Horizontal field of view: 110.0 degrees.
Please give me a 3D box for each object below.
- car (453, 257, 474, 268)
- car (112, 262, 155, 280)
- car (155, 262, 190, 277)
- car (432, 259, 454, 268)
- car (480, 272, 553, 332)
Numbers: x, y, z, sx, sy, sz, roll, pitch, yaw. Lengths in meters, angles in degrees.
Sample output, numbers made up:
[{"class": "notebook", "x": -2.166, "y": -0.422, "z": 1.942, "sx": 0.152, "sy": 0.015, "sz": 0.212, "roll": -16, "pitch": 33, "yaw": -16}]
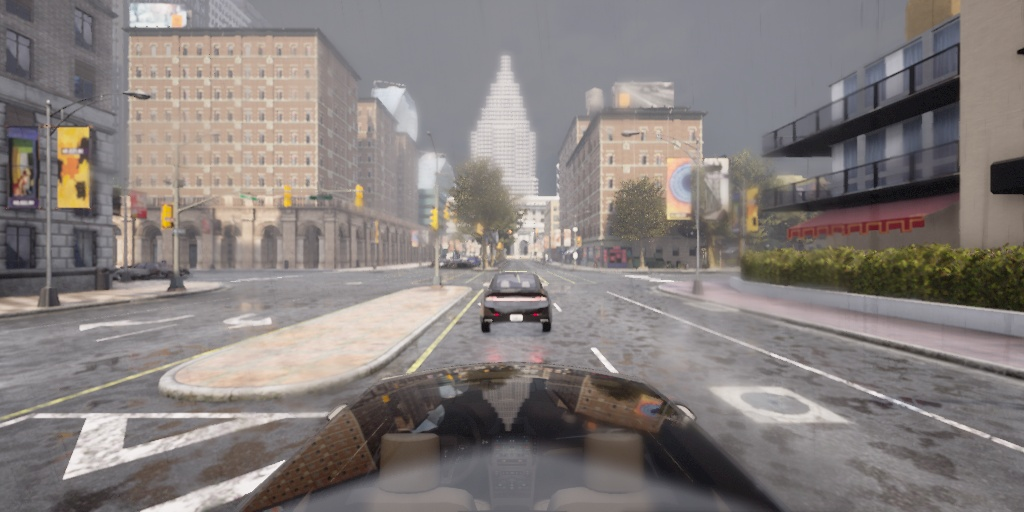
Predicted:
[{"class": "car", "x": -8.024, "y": 1.298, "z": 59.509, "sx": 1.895, "sy": 1.301, "sz": 4.718, "roll": 0, "pitch": 0, "yaw": 0}, {"class": "car", "x": -33.825, "y": 1.325, "z": 30.444, "sx": 4.718, "sy": 1.301, "sz": 1.895, "roll": 0, "pitch": 0, "yaw": 0}, {"class": "car", "x": -33.849, "y": 1.269, "z": 33.942, "sx": 5.357, "sy": 1.411, "sz": 2.033, "roll": 0, "pitch": 0, "yaw": 0}, {"class": "car", "x": -11.514, "y": 1.188, "z": 60.956, "sx": 2.128, "sy": 1.511, "sz": 4.902, "roll": 0, "pitch": 0, "yaw": 0}, {"class": "car", "x": 0.106, "y": 1.233, "z": 10.824, "sx": 2.128, "sy": 1.511, "sz": 4.902, "roll": 0, "pitch": 0, "yaw": 0}]
